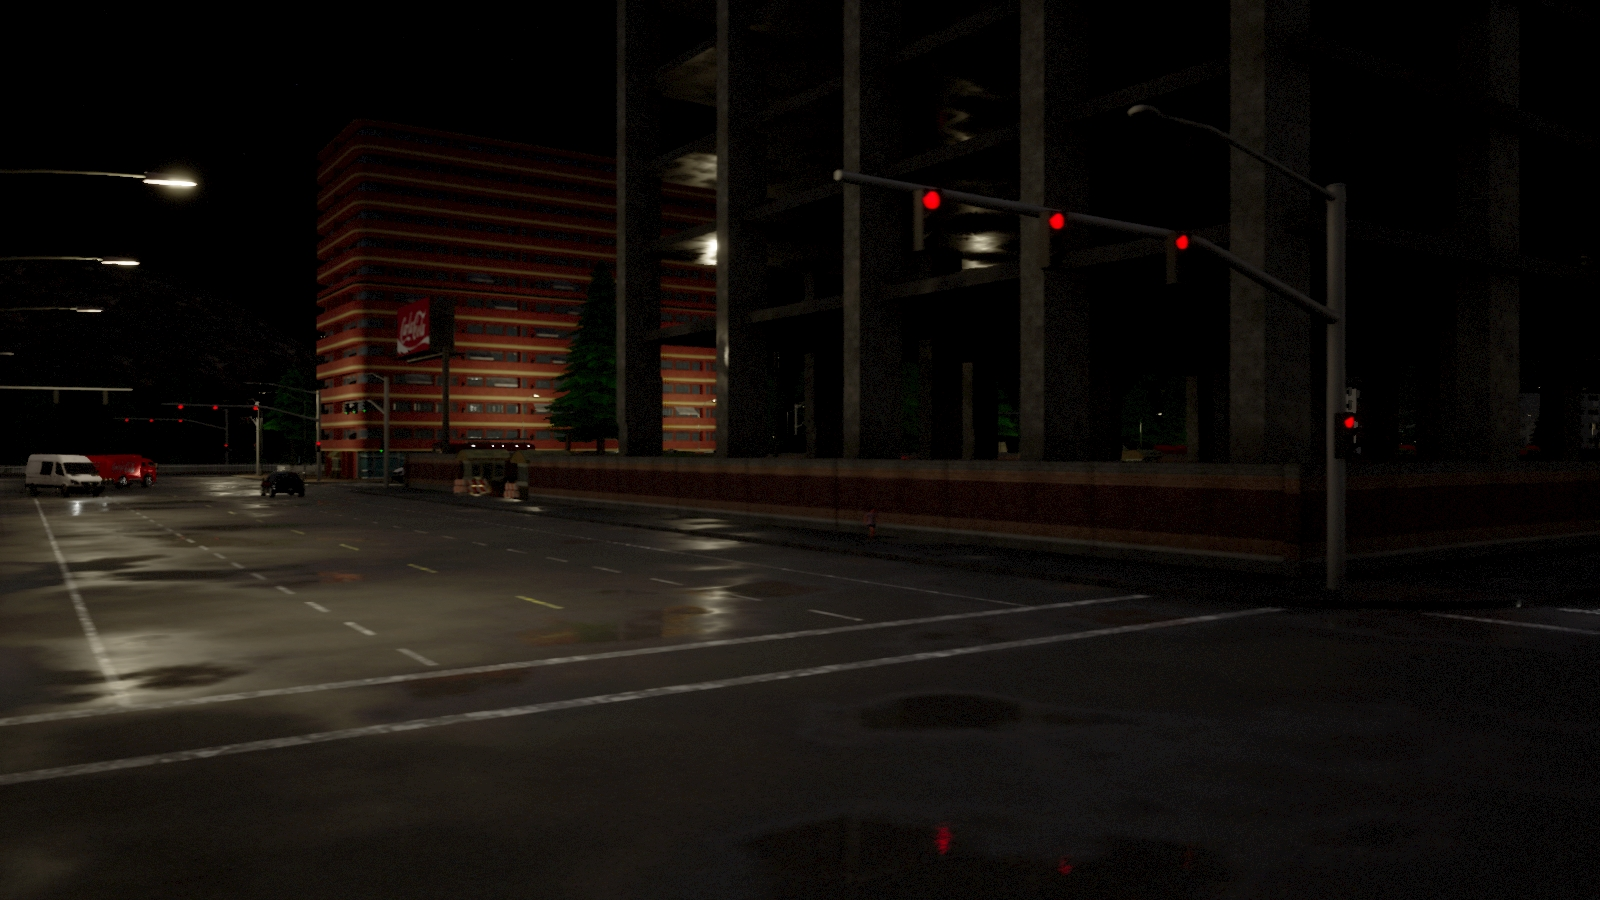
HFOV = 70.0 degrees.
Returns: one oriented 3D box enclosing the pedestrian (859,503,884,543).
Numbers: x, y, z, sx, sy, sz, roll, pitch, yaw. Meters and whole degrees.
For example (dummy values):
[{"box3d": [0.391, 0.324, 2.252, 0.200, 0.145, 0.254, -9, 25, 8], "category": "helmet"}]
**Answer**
[{"box3d": [2.050, 2.086, 32.857, 0.500, 1.100, 0.500, 0, 0, -34], "category": "pedestrian"}]
